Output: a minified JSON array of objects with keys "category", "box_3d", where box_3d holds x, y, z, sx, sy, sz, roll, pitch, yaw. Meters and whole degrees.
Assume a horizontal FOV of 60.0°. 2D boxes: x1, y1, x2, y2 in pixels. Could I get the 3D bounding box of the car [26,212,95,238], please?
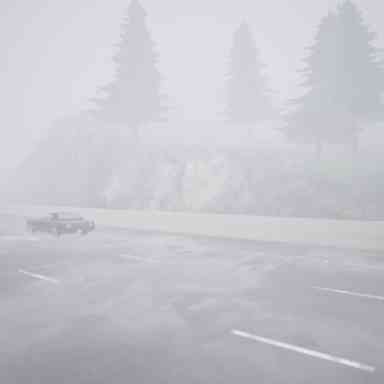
[{"category":"car","box_3d":[-7.592,1.791,18.909,4.718,1.301,1.895,0,-1,41]}]
